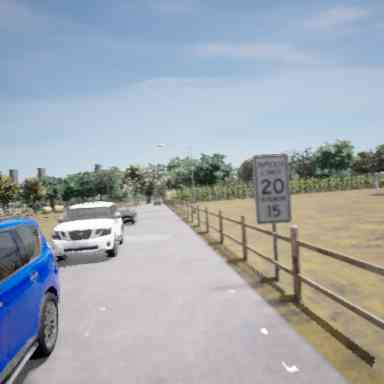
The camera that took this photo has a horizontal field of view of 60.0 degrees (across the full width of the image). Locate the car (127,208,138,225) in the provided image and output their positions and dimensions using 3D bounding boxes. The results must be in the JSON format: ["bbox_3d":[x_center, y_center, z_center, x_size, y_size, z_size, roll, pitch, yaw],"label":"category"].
[{"bbox_3d":[-5.528,1.986,27.452,1.895,1.301,4.718,-3,0,-6],"label":"car"}]

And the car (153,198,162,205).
[{"bbox_3d":[-9.371,2.544,90.347,2.097,1.767,4.553,-3,-1,-6],"label":"car"}]

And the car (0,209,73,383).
[{"bbox_3d":[-2.928,1.392,3.201,2.150,2.045,5.566,-3,0,-8],"label":"car"}]

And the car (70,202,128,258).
[{"bbox_3d":[-4.141,1.475,13.961,2.150,2.045,5.566,-3,0,-7],"label":"car"}]

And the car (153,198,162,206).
[{"bbox_3d":[-8.261,2.587,80.007,2.128,1.511,4.902,-3,-1,-6],"label":"car"}]
